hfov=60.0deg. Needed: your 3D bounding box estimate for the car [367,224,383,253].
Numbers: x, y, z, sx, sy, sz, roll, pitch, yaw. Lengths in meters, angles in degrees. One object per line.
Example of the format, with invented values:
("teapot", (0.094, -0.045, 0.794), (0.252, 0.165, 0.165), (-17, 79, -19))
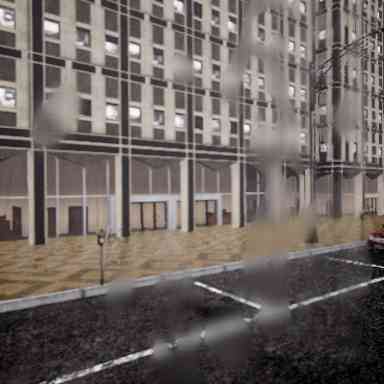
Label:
("car", (8.250, 1.574, 12.456), (4.206, 1.307, 1.802), (0, -1, -35))
